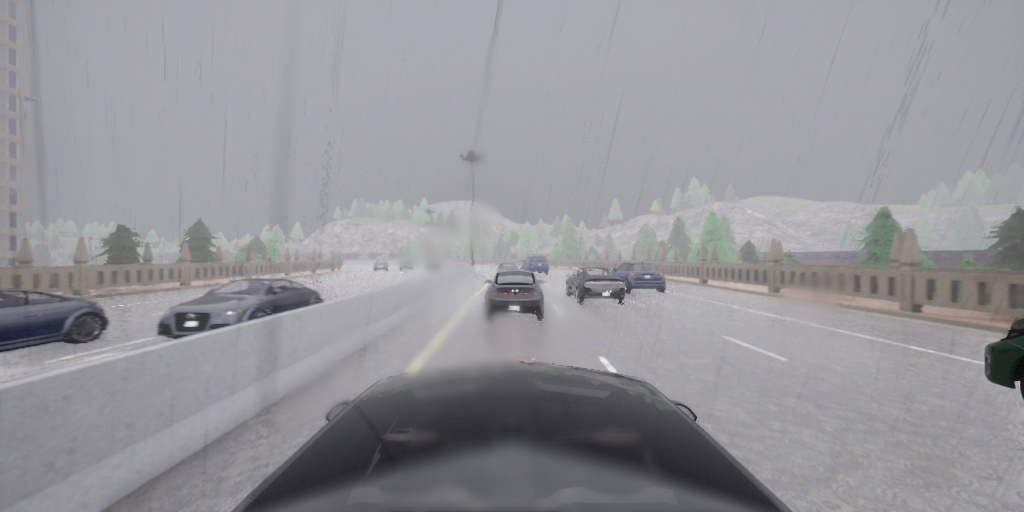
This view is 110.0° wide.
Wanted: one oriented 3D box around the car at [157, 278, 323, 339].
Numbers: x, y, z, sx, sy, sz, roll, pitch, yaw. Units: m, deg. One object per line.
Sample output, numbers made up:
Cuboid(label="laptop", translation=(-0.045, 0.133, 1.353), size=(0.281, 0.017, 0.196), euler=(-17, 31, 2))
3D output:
Cuboid(label="car", translation=(-7.106, 1.314, 9.948), size=(1.994, 1.385, 4.181), euler=(0, 0, 0))

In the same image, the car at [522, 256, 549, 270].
Cuboid(label="car", translation=(2.451, 1.007, 38.793), size=(2.150, 2.045, 5.566), euler=(0, 0, -8))

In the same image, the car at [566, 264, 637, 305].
Cuboid(label="car", translation=(3.603, 1.245, 16.129), size=(2.128, 1.511, 4.902), euler=(0, 0, 0))

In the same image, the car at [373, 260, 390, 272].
Cuboid(label="car", translation=(-17.998, 1.340, 49.502), size=(2.128, 1.511, 4.902), euler=(0, 0, -17))

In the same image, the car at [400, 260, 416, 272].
Cuboid(label="car", translation=(-14.403, 1.347, 49.678), size=(1.837, 1.490, 4.892), euler=(0, -1, -16))

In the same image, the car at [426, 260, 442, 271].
Cuboid(label="car", translation=(-10.996, 1.314, 50.496), size=(1.882, 1.535, 5.008), euler=(0, 0, -16))

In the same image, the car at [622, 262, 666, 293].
Cuboid(label="car", translation=(7.101, 1.109, 20.904), size=(2.097, 1.767, 4.553), euler=(0, 0, 0))

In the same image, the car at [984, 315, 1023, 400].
Cuboid(label="car", translation=(7.100, 0.971, 2.090), size=(2.150, 2.045, 5.566), euler=(0, 0, 0))

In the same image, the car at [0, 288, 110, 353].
Cuboid(label="car", translation=(-10.603, 1.315, 6.773), size=(1.994, 1.385, 4.181), euler=(0, 0, 0))

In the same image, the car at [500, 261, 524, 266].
Cuboid(label="car", translation=(-0.460, 1.324, 33.919), size=(2.033, 1.411, 5.357), euler=(0, 0, -6))

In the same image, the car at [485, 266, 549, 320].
Cuboid(label="car", translation=(0.103, 1.255, 12.684), size=(1.837, 1.490, 4.892), euler=(0, 0, 0))
